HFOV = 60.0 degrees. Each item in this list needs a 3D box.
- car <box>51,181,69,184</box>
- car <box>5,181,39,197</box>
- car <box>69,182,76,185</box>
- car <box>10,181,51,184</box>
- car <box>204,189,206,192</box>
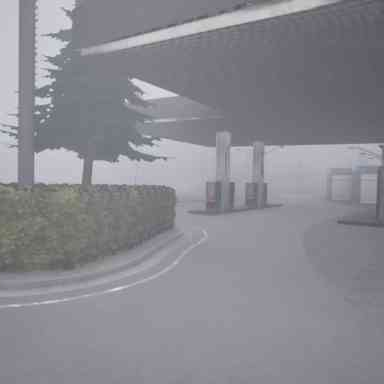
[{"bbox_3d":[-26.767,-1.260,65.449,3.866,1.878,1.905,2,2,35],"label":"car"},{"bbox_3d":[-21.754,-0.465,42.421,4.605,1.855,1.932,2,2,35],"label":"car"},{"bbox_3d":[-25.429,-1.286,68.061,4.605,1.855,1.932,2,2,35],"label":"car"},{"bbox_3d":[-17.221,-0.179,35.204,3.866,1.878,1.905,2,2,35],"label":"car"},{"bbox_3d":[4.896,-0.326,65.594,5.027,1.636,2.152,2,2,35],"label":"car"}]
